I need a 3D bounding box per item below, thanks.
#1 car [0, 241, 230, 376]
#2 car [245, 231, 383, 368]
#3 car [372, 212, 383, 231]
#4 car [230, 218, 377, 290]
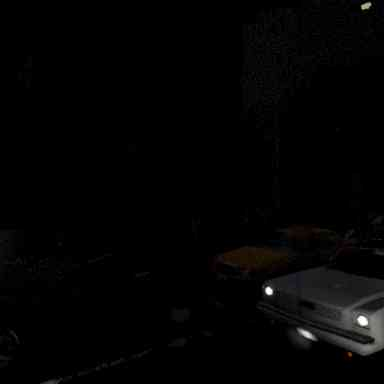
[{"bbox_3d":[-1.693,1.565,5.444,4.313,1.339,1.947,0,0,-36],"label":"car"},{"bbox_3d":[3.339,1.598,5.742,4.718,1.301,1.895,0,0,-35],"label":"car"},{"bbox_3d":[7.148,1.435,11.777,4.097,1.590,1.967,0,0,-36],"label":"car"},{"bbox_3d":[2.589,1.523,8.512,4.829,1.417,1.752,0,0,-36],"label":"car"}]
